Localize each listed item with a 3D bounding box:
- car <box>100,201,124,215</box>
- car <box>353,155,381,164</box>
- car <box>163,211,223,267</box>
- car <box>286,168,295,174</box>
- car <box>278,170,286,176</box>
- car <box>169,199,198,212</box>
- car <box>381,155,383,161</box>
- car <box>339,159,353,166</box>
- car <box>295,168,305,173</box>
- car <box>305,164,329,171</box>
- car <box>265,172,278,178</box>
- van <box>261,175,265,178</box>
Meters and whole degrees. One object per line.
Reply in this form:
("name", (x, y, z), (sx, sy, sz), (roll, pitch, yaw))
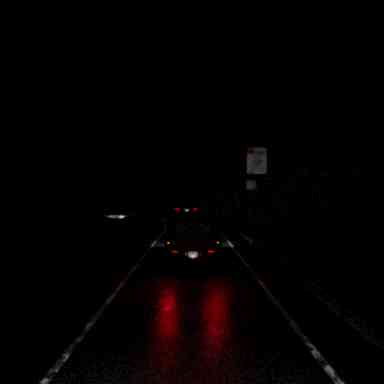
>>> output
("car", (-12.071, 2.397, 49.863), (2.150, 2.045, 5.566), (0, -3, -31))
("car", (21.848, -3.725, 39.680), (2.231, 1.521, 4.892), (0, 1, -1))
("car", (0.046, 1.613, 11.679), (1.812, 1.442, 4.674), (0, -1, 0))
("car", (21.229, -4.028, 67.303), (2.185, 1.767, 4.553), (0, 0, -1))
("car", (21.107, -4.056, 72.822), (2.185, 1.767, 4.553), (0, 0, -1))
("car", (-0.773, 1.596, 28.920), (2.150, 2.045, 5.566), (0, -1, -8))
("car", (22.083, -3.621, 34.138), (2.002, 1.452, 4.674), (0, 1, -3))
("car", (21.717, -3.771, 45.198), (2.231, 1.521, 4.892), (0, 0, -1))
("car", (21.354, -3.830, 61.629), (2.002, 1.452, 4.674), (0, 0, -1))
("car", (21.476, -3.964, 56.136), (2.185, 1.767, 4.553), (0, 0, -1))
("car", (20.863, -3.974, 83.837), (2.231, 1.521, 4.892), (0, 0, -1))
("van", (20.744, -4.216, 89.232), (1.878, 1.987, 4.442), (0, 0, -1))
